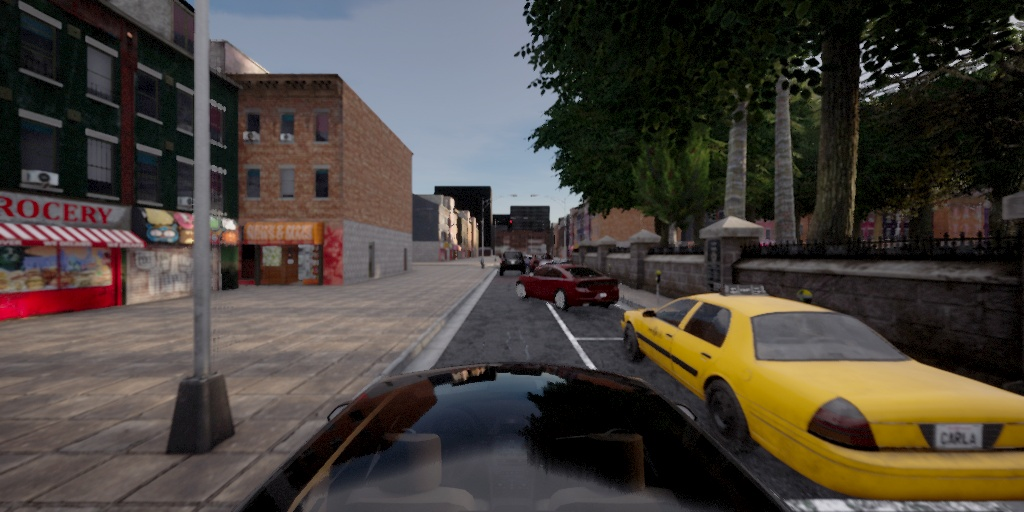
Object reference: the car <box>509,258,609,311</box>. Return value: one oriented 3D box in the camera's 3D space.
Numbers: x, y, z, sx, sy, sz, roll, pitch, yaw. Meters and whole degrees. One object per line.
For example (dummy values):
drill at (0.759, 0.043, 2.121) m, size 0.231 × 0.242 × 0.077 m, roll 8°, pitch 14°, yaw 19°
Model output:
car at (1.867, 1.045, 13.659) m, size 1.882 × 1.535 × 5.008 m, roll 0°, pitch 1°, yaw -25°

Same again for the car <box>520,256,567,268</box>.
car at (3.794, 0.683, 43.541) m, size 5.357 × 1.411 × 2.033 m, roll 0°, pitch 0°, yaw -18°

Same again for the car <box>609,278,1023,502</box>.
car at (3.024, 1.156, 4.990) m, size 1.801 × 1.575 × 5.366 m, roll 0°, pitch 1°, yaw 0°

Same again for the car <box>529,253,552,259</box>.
car at (2.630, 0.609, 32.676) m, size 2.192 × 1.841 × 5.009 m, roll 0°, pitch 0°, yaw 0°

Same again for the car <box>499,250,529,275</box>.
car at (0.075, 0.542, 30.921) m, size 2.150 × 2.045 × 5.566 m, roll 0°, pitch 1°, yaw 0°
